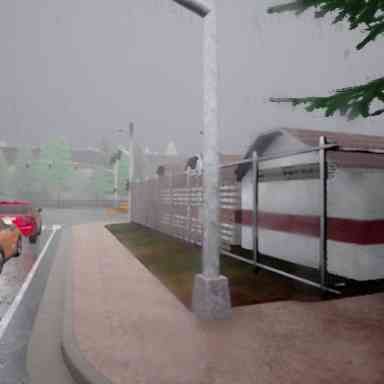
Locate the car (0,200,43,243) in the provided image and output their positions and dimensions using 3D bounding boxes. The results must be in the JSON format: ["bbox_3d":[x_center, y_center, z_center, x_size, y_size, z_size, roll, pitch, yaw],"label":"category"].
[{"bbox_3d":[-8.996,1.428,16.958,2.150,2.045,5.566,0,-1,-21],"label":"car"}]

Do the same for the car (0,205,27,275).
[{"bbox_3d":[-6.908,1.483,10.656,2.097,1.767,4.553,0,-1,-18],"label":"car"}]
